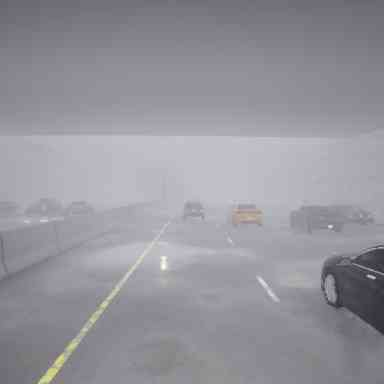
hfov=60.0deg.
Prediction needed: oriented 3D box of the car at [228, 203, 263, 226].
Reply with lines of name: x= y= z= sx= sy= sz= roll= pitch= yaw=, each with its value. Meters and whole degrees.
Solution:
car: x=3.621 y=1.493 z=23.309 sx=1.882 sy=1.535 sz=5.008 roll=0 pitch=0 yaw=0

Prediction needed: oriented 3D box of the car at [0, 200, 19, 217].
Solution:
car: x=-17.577 y=1.524 z=30.260 sx=1.837 sy=1.490 sz=4.892 roll=0 pitch=0 yaw=0

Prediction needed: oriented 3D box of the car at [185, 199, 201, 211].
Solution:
car: x=0.124 y=1.592 z=42.711 sx=1.994 sy=1.385 sz=4.181 roll=0 pitch=0 yaw=0

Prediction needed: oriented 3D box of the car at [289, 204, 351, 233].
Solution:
car: x=7.119 y=1.517 z=19.517 sx=1.837 sy=1.490 sz=4.892 roll=0 pitch=0 yaw=0

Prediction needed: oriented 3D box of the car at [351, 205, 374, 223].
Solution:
car: x=10.621 y=1.563 z=23.460 sx=2.033 sy=1.411 sz=5.357 roll=0 pitch=0 yaw=0

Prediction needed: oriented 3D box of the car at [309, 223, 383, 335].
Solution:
car: x=3.604 y=1.509 z=5.020 sx=1.837 sy=1.490 sz=4.892 roll=0 pitch=0 yaw=0

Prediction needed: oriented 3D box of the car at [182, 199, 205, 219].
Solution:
car: x=0.126 y=1.566 z=29.181 sx=2.033 sy=1.411 sz=5.357 roll=0 pitch=0 yaw=-1

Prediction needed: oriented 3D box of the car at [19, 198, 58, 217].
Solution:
car: x=-14.075 y=1.372 z=31.776 sx=2.097 sy=1.767 sz=4.553 roll=0 pitch=0 yaw=0

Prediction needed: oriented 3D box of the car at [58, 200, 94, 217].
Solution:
car: x=-10.564 y=1.546 z=31.289 sx=1.812 sy=1.442 sz=4.674 roll=0 pitch=0 yaw=0
